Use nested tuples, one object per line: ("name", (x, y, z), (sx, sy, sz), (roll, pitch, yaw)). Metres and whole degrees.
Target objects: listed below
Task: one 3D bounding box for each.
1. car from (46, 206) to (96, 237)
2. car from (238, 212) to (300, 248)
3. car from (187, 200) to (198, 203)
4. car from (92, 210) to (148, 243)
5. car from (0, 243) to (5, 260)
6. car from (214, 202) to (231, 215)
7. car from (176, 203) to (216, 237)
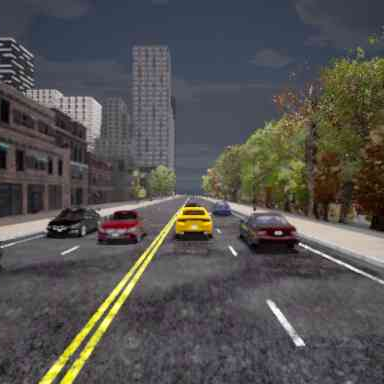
("car", (-6.564, 1.628, 18.950), (1.837, 1.490, 4.892), (0, 1, 0))
("car", (3.348, 1.652, 15.383), (2.033, 1.411, 5.357), (0, 0, 0))
("car", (0.091, 1.783, 43.760), (2.128, 1.511, 4.902), (0, 0, 0))
("car", (-3.327, 1.639, 16.817), (1.812, 1.442, 4.674), (0, 0, 0))
("car", (-6.502, 1.599, 7.552), (2.033, 1.411, 5.357), (0, 0, 0))
("car", (3.341, 1.801, 37.980), (2.033, 1.411, 5.357), (0, 0, 0))
("car", (0.096, 1.605, 18.860), (1.882, 1.535, 5.008), (0, 0, 0))
